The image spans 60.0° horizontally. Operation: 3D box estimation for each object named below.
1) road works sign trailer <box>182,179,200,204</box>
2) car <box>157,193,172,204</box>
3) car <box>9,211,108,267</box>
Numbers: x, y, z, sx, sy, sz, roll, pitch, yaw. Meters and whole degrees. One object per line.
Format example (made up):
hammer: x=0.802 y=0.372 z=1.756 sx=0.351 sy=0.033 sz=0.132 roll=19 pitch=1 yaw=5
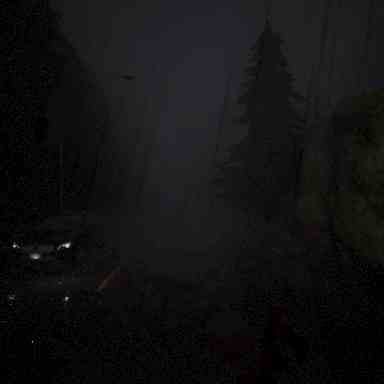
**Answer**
road works sign trailer: x=0.013 y=-0.100 z=50.412 sx=2.380 sy=3.560 sz=2.880 roll=0 pitch=1 yaw=0
car: x=-4.042 y=0.951 z=49.488 sx=1.837 sy=1.490 sz=4.892 roll=0 pitch=1 yaw=1
car: x=-4.099 y=1.401 z=11.034 sx=1.812 sy=1.442 sz=4.674 roll=0 pitch=1 yaw=0
